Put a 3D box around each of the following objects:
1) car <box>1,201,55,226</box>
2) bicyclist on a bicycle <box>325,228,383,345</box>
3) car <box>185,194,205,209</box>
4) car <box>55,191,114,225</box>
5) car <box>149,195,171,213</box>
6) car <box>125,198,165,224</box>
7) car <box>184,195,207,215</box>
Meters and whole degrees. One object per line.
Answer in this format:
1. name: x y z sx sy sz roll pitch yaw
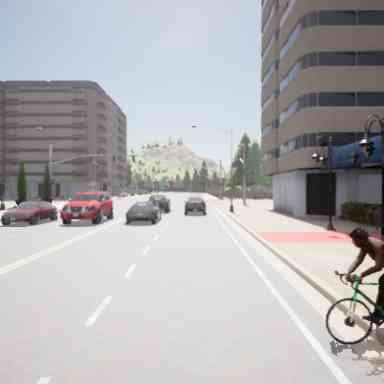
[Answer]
1. car: -10.335 1.297 21.570 1.812 1.442 4.674 0 0 1
2. bicyclist on a bicycle: 2.636 1.305 4.716 1.656 1.620 0.582 -9 1 1
3. car: 0.332 1.084 38.937 2.128 1.511 4.902 0 1 1
4. car: -6.819 0.983 22.335 2.150 2.045 5.566 0 0 1
5. car: -3.133 1.021 31.589 2.097 1.767 4.553 0 1 0
6. car: -3.211 1.326 22.637 1.994 1.385 4.181 0 1 0
7. car: 0.302 1.195 29.578 1.837 1.490 4.892 0 1 1
